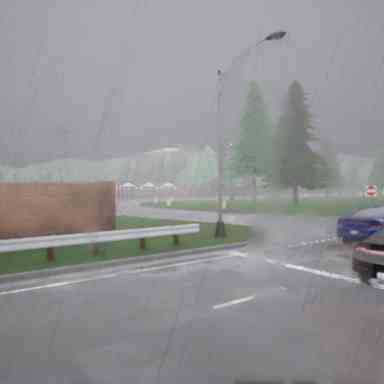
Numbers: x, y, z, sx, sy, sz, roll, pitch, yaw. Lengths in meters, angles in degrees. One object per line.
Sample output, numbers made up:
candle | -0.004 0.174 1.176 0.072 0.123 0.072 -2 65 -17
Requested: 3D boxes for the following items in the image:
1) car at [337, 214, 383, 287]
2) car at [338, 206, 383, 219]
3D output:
car | 5.695 1.388 7.809 4.902 1.511 2.128 -1 1 -36
car | 8.024 1.311 13.770 5.008 1.535 1.882 -1 1 -36
